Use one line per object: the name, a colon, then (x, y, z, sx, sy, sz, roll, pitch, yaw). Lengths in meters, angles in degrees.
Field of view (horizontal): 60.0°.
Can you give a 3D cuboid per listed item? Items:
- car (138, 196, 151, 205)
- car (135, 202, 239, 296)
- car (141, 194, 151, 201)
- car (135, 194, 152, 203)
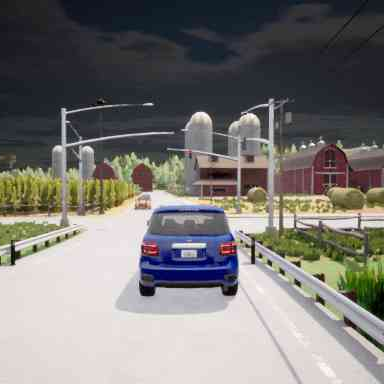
car: (-7.814, 1.375, 55.038, 1.994, 1.385, 4.181, 0, 1, -8)
car: (-0.106, 1.367, 9.096, 2.150, 2.045, 5.566, 0, -2, -1)
car: (-9.513, 1.152, 68.984, 1.994, 1.385, 4.181, 0, 1, -7)
car: (-6.374, 1.345, 43.553, 2.097, 1.767, 4.553, 0, 1, -7)
